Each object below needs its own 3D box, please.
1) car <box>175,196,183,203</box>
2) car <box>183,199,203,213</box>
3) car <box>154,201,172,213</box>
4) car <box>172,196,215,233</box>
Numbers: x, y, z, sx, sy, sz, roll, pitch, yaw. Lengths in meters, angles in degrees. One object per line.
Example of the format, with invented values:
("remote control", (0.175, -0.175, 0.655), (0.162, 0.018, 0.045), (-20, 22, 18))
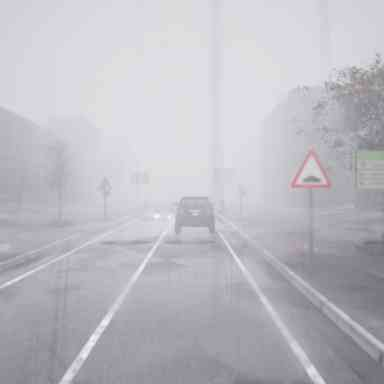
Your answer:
("car", (-2.981, 1.666, 78.033), (1.837, 1.490, 4.892), (0, 1, 0))
("car", (0.109, 1.550, 38.126), (2.128, 1.511, 4.902), (0, -1, 0))
("car", (-3.085, 1.652, 37.491), (1.895, 1.301, 4.718), (0, -1, 0))
("car", (0.133, 1.215, 19.759), (2.150, 2.045, 5.566), (0, 0, -1))
